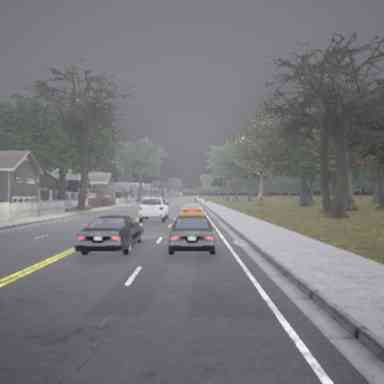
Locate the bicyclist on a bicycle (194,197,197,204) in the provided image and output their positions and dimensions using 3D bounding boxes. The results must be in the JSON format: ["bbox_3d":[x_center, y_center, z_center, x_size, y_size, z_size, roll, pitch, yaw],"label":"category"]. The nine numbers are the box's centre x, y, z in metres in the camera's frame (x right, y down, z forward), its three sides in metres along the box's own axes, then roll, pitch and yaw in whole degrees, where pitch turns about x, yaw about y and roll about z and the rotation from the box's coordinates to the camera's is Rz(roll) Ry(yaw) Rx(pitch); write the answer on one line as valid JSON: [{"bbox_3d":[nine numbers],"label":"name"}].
[{"bbox_3d":[0.882,2.185,88.184,0.659,1.776,1.843,0,0,0],"label":"bicyclist on a bicycle"}]

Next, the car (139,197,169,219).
[{"bbox_3d":[-3.253,1.488,29.020,2.150,2.045,5.566,0,0,0],"label":"car"}]

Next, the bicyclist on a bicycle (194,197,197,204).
[{"bbox_3d":[0.880,2.173,79.186,0.866,1.612,1.509,0,-1,0],"label":"bicyclist on a bicycle"}]

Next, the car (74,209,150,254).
[{"bbox_3d":[-3.251,1.679,13.997,2.033,1.411,5.357,0,0,0],"label":"car"}]

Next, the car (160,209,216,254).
[{"bbox_3d":[-0.001,1.679,13.997,2.033,1.411,5.357,0,0,0],"label":"car"}]

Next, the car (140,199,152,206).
[{"bbox_3d":[-9.760,2.208,71.012,1.994,1.385,4.181,0,-1,0],"label":"car"}]

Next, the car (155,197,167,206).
[{"bbox_3d":[-6.510,2.011,71.043,2.097,1.767,4.553,0,-1,0],"label":"car"}]

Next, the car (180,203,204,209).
[{"bbox_3d":[0.001,1.753,29.486,1.882,1.535,5.008,0,0,0],"label":"car"}]
